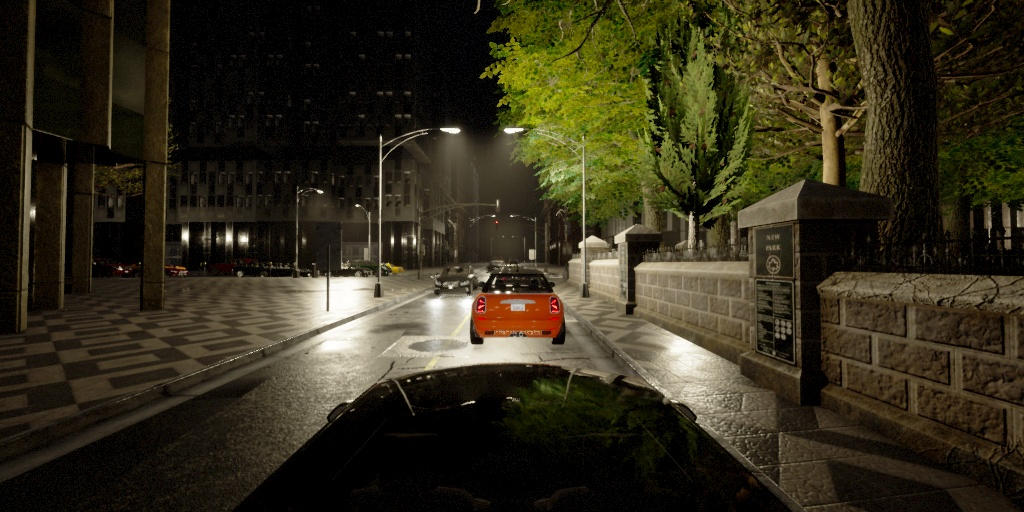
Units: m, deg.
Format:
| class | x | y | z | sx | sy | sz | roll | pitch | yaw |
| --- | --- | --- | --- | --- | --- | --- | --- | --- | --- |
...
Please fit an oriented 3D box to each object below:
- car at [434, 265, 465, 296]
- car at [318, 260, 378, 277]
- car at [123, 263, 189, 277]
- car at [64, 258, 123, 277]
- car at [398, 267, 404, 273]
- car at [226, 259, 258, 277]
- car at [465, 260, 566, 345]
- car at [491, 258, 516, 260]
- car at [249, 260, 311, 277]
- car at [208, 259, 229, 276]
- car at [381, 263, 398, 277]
| class | x | y | z | sx | sy | sz | roll | pitch | yaw |
| --- | --- | --- | --- | --- | --- | --- | --- | --- | --- |
| car | -2.925 | 1.271 | 19.532 | 1.837 | 1.490 | 4.892 | 0 | 0 | 0 |
| car | -14.509 | 1.267 | 31.465 | 4.403 | 1.370 | 2.007 | 0 | 0 | 1 |
| car | -31.047 | 1.320 | 31.630 | 4.207 | 1.307 | 1.802 | 0 | 0 | 1 |
| car | -36.560 | 1.060 | 31.685 | 5.009 | 1.841 | 2.192 | 0 | 0 | 1 |
| car | -14.602 | 1.425 | 39.990 | 4.829 | 1.417 | 1.751 | 0 | 0 | 1 |
| car | -23.884 | 1.291 | 34.237 | 4.892 | 1.490 | 1.837 | 0 | -1 | 0 |
| car | 0.129 | 1.107 | 9.689 | 2.097 | 1.767 | 4.553 | 0 | 0 | 0 |
| car | -1.604 | 1.295 | 40.348 | 2.128 | 1.511 | 4.902 | 0 | 0 | -17 |
| car | -20.021 | 1.289 | 31.520 | 4.313 | 1.339 | 1.948 | 0 | 0 | 1 |
| car | -30.969 | 1.236 | 40.153 | 5.009 | 1.841 | 2.192 | 0 | 0 | 1 |
| car | -13.740 | 1.125 | 34.138 | 4.553 | 1.767 | 2.097 | 0 | -1 | 0 |
